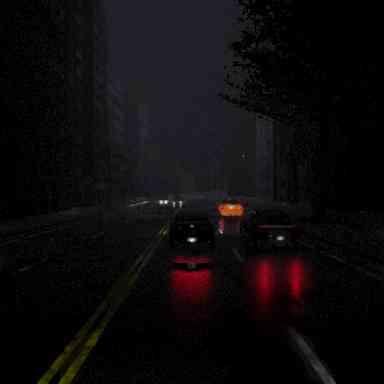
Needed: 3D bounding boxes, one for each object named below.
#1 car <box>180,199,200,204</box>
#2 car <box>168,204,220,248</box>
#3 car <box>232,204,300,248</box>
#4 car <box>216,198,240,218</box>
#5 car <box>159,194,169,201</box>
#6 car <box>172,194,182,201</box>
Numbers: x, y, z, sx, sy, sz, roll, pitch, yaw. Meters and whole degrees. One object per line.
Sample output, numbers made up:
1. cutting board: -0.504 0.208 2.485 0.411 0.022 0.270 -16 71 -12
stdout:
1. car: 0.000 1.576 29.680 1.895 1.301 4.718 0 0 0
2. car: 0.000 1.508 14.650 1.837 1.490 4.892 0 0 0
3. car: 3.250 1.486 14.650 2.128 1.511 4.902 0 0 0
4. car: 3.250 1.326 29.619 2.097 1.767 4.553 0 0 0
5. car: -6.452 1.209 76.698 2.128 1.511 4.902 0 0 1
6. car: -3.228 1.251 74.416 1.837 1.490 4.892 0 0 0
